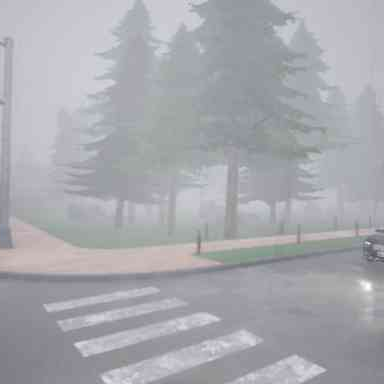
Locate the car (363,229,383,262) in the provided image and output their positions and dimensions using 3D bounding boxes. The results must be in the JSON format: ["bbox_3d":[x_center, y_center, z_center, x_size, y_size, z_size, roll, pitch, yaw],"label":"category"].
[{"bbox_3d":[8.088,1.789,12.069,4.902,1.511,2.128,2,-1,-36],"label":"car"}]
